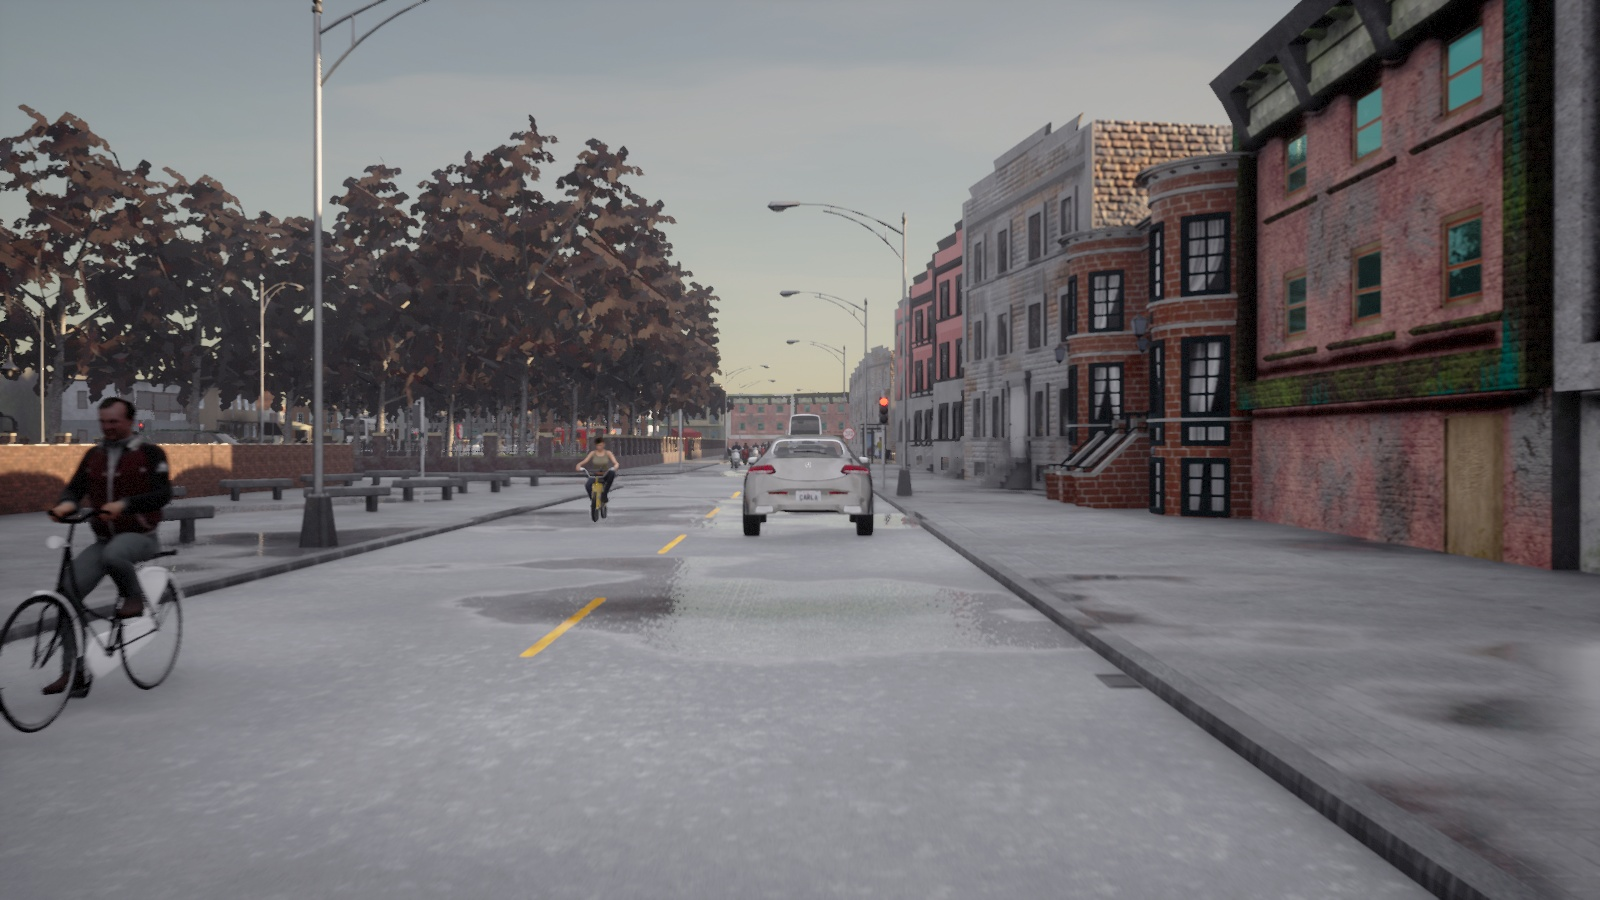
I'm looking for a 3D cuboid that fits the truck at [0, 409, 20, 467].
[{"bbox_3d":[-48.937,-0.684,72.626,2.891,3.462,7.936,0,0,-2],"label":"truck"}]

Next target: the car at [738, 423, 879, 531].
[{"bbox_3d":[0.141,0.402,21.688,2.152,1.651,5.027,0,0,0],"label":"car"}]

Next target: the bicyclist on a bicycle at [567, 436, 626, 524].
[{"bbox_3d":[-3.842,0.545,23.855,0.866,1.612,1.509,0,0,0],"label":"bicyclist on a bicycle"}]

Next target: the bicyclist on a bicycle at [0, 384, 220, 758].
[{"bbox_3d":[-3.942,0.575,6.886,0.659,1.776,1.843,0,0,0],"label":"bicyclist on a bicycle"}]

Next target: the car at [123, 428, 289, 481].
[{"bbox_3d":[-23.446,0.166,49.693,5.566,2.045,2.150,0,0,0],"label":"car"}]
